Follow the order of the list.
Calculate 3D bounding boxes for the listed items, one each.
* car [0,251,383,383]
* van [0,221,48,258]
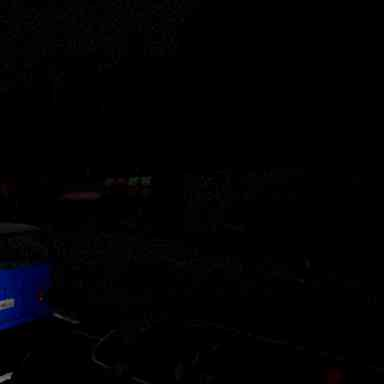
[{"bbox_3d":[0.335,1.443,2.583,4.097,1.590,1.967,0,-1,35],"label":"car"},{"bbox_3d":[-4.146,1.360,5.777,3.998,1.788,1.690,0,-1,35],"label":"van"}]
